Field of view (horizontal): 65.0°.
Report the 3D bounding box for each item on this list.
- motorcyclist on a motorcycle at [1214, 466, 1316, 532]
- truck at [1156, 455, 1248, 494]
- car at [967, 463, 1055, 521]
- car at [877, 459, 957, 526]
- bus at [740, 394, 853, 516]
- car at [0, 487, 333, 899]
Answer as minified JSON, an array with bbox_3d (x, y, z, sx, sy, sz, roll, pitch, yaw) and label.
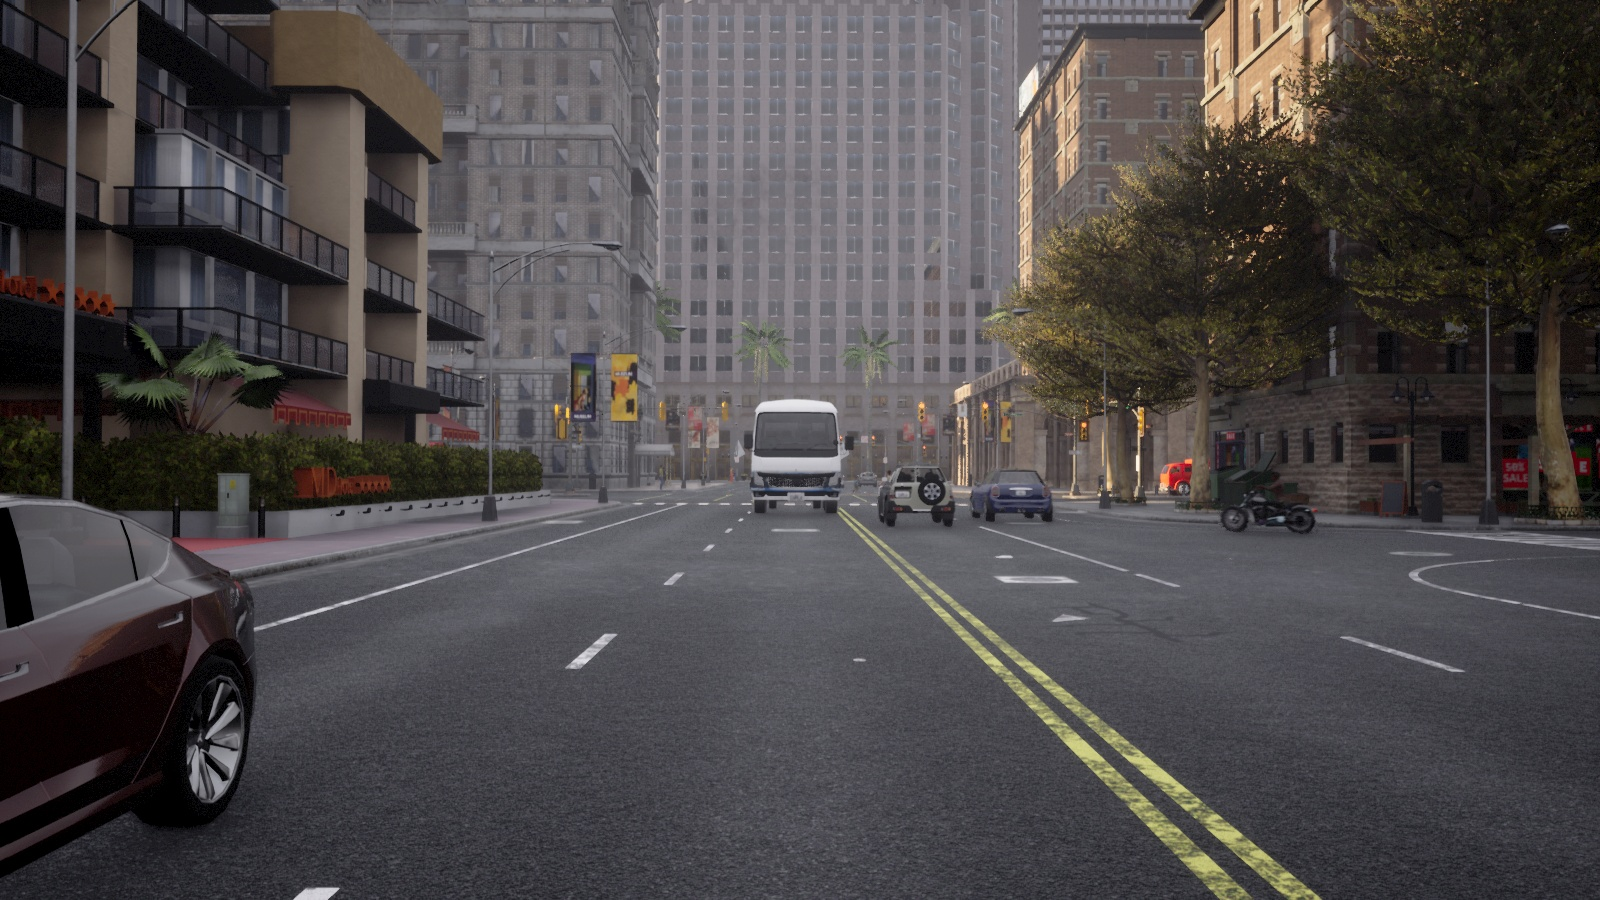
[{"bbox_3d":[12.027,1.265,32.496,2.350,1.649,0.766,-1,-2,30],"label":"motorcyclist on a motorcycle"},{"bbox_3d":[26.479,1.617,82.778,5.204,2.467,2.627,0,-1,0],"label":"truck"},{"bbox_3d":[6.870,1.341,41.297,2.097,1.767,4.553,0,-1,0],"label":"car"},{"bbox_3d":[3.383,1.242,37.116,1.932,1.855,4.605,0,-1,0],"label":"car"},{"bbox_3d":[-0.175,0.264,48.993,3.944,4.253,10.273,0,-1,-1],"label":"bus"},{"bbox_3d":[-3.514,0.899,4.152,2.163,1.488,4.792,0,-1,0],"label":"car"}]
